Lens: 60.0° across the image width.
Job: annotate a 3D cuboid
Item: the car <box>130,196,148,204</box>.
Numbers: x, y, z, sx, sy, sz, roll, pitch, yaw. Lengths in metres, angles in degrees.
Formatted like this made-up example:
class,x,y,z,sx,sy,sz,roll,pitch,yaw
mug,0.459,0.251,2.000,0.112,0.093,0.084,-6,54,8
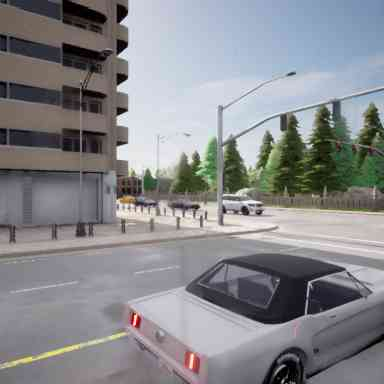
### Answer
class,x,y,z,sx,sy,sz,roll,pitch,yaw
car,-10.940,1.581,68.667,1.812,1.442,4.674,0,0,-36

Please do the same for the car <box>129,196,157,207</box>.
class,x,y,z,sx,sy,sz,roll,pitch,yaw
car,-7.268,1.603,51.256,2.033,1.411,5.357,0,0,-36

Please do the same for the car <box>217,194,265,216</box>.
class,x,y,z,sx,sy,sz,roll,pitch,yaw
car,4.931,1.278,34.273,2.150,2.045,5.566,0,0,-36

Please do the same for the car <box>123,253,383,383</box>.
class,x,y,z,sx,sy,sz,roll,pitch,yaw
car,1.537,1.601,4.875,4.718,1.301,1.895,0,0,-35

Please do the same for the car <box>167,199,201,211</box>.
class,x,y,z,sx,sy,sz,roll,pitch,yaw
car,-1.136,1.603,42.699,2.033,1.411,5.357,0,0,-36

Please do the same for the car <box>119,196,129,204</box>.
class,x,y,z,sx,sy,sz,roll,pitch,yaw
car,-12.572,1.533,64.914,1.882,1.535,5.008,0,0,-36
